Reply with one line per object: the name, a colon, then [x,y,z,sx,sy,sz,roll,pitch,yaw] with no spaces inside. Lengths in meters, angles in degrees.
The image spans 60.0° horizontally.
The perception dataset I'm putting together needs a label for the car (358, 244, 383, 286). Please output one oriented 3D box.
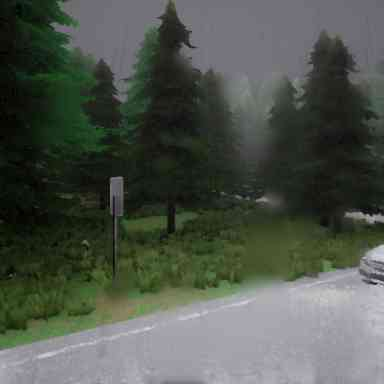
car: [6.060,1.525,8.275,4.674,1.442,1.812,0,0,-35]
